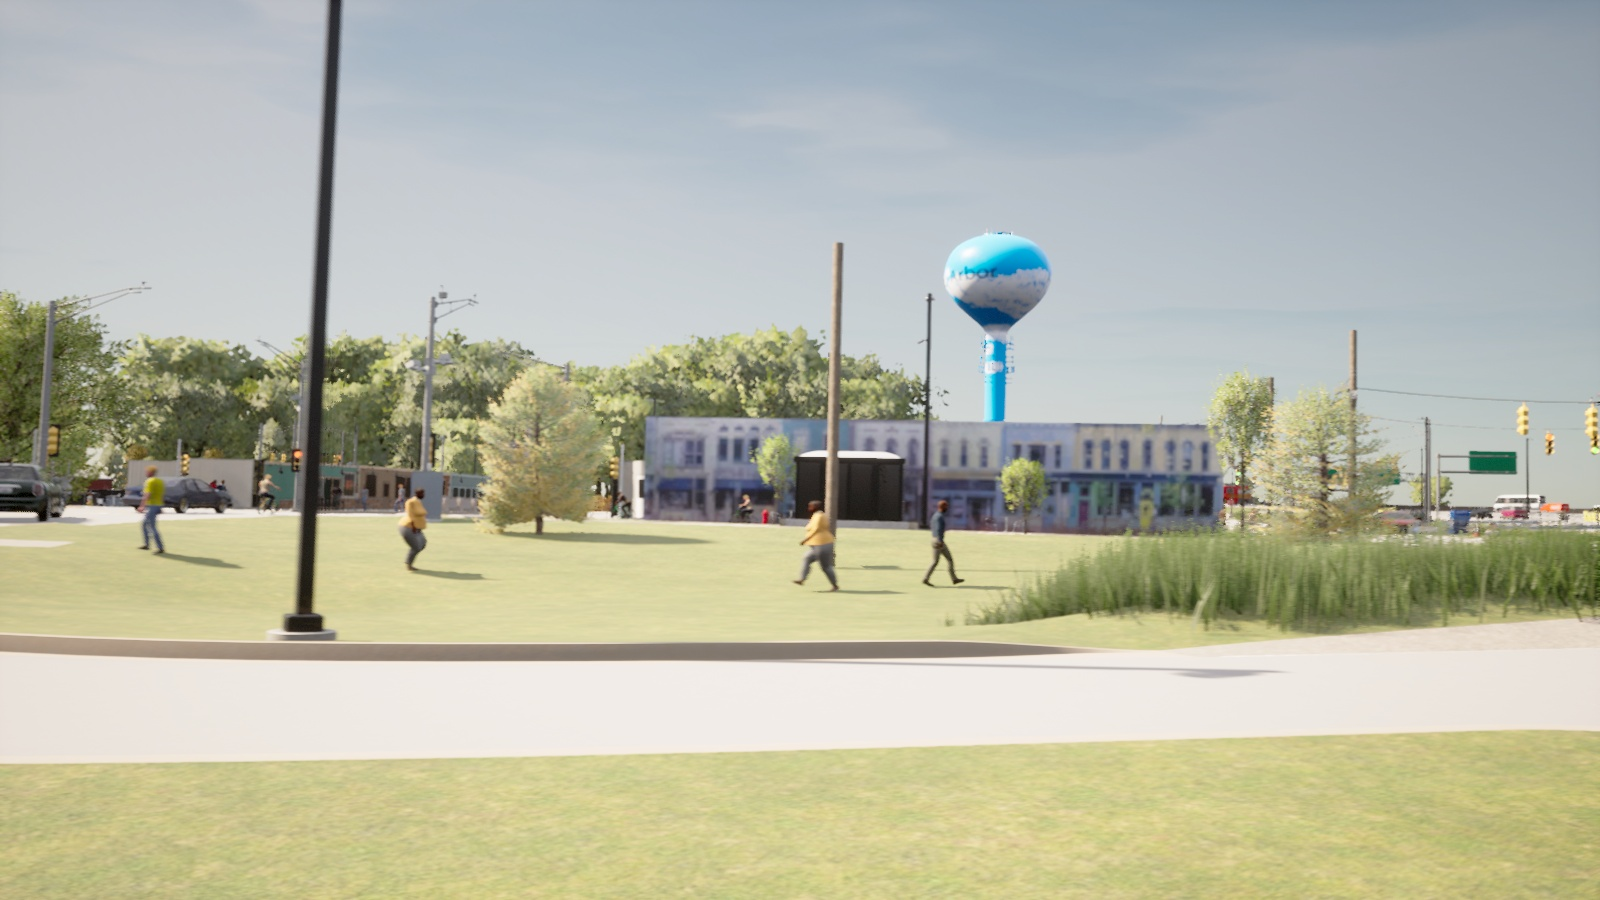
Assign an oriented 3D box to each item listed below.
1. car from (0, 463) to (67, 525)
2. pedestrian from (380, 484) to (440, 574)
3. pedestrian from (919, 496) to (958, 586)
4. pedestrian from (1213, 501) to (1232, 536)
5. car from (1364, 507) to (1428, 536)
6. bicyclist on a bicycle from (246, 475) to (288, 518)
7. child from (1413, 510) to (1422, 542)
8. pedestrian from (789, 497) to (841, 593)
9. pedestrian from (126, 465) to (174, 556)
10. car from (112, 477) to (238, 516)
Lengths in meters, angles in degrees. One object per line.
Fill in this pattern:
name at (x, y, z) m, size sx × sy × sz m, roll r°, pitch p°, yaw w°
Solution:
car at (-23.645, 1.286, 37.886) m, size 2.097 × 1.767 × 4.553 m, roll 2°, pitch -2°, yaw -24°
pedestrian at (-8.314, 1.685, 26.810) m, size 0.900 × 1.855 × 0.874 m, roll 1°, pitch -3°, yaw 3°
pedestrian at (2.884, 1.897, 26.161) m, size 0.726 × 1.835 × 0.370 m, roll 1°, pitch -3°, yaw -2°
pedestrian at (22.141, 3.608, 65.786) m, size 0.869 × 1.805 × 0.328 m, roll 2°, pitch -3°, yaw -14°
car at (33.017, 3.952, 69.675) m, size 1.882 × 1.535 × 5.008 m, roll 1°, pitch -3°, yaw 9°
bicyclist on a bicycle at (-21.016, 1.824, 49.550) m, size 0.866 × 1.612 × 1.509 m, roll 1°, pitch 0°, yaw 5°
child at (24.487, 3.009, 49.794) m, size 0.270 × 1.263 × 0.437 m, roll 0°, pitch -4°, yaw 28°
pedestrian at (0.308, 1.877, 25.030) m, size 0.900 × 1.855 × 0.874 m, roll 1°, pitch -3°, yaw 6°
pedestrian at (-13.235, 1.234, 25.577) m, size 0.706 × 1.836 × 0.354 m, roll 1°, pitch -3°, yaw 1°
car at (-24.223, 1.841, 48.960) m, size 2.033 × 1.411 × 5.357 m, roll 1°, pitch -3°, yaw 2°
